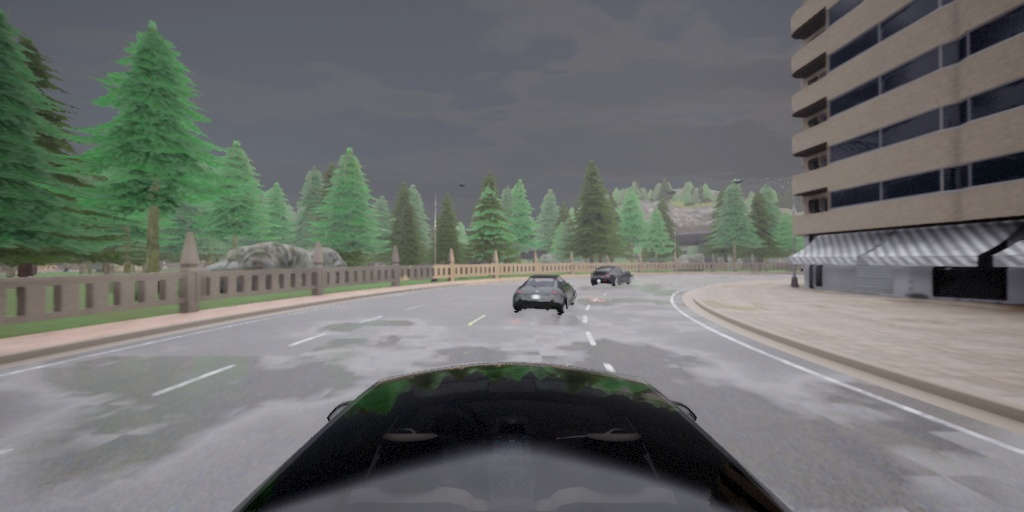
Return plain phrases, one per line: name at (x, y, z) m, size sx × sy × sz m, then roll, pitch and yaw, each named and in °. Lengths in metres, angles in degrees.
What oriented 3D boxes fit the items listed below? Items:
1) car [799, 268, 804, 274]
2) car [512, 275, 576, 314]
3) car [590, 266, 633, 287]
car at (42.383, 1.863, 49.197) m, size 4.718 × 1.301 × 1.895 m, roll 0°, pitch -1°, yaw 0°
car at (1.428, 1.456, 14.792) m, size 1.994 × 1.385 × 4.181 m, roll 0°, pitch -1°, yaw 17°
car at (7.716, 1.536, 27.523) m, size 1.837 × 1.490 × 4.892 m, roll -1°, pitch 0°, yaw 39°
